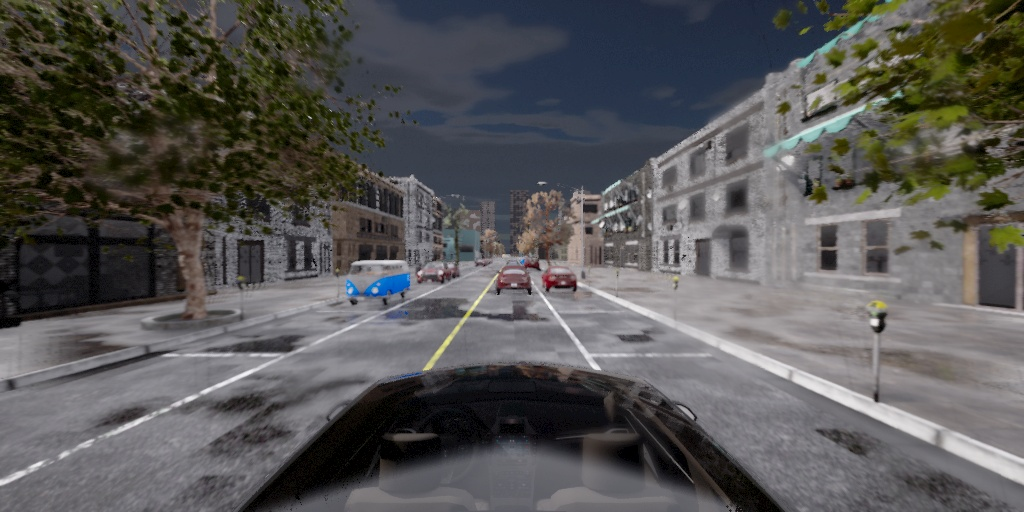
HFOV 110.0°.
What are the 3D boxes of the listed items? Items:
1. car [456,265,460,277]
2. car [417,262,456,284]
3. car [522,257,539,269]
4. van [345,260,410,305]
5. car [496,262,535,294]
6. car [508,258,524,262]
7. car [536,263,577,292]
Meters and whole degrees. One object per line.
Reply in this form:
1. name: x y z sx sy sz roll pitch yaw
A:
1. car: -5.683 1.305 32.209 1.802 1.307 4.207 0 0 0
2. car: -5.683 1.168 26.665 1.967 1.591 4.097 0 0 0
3. car: 2.700 1.021 48.840 2.192 1.841 5.009 0 0 0
4. van: -5.685 1.079 15.577 1.690 1.789 3.998 0 0 0
5. car: 0.103 1.259 20.042 1.812 1.442 4.674 0 0 0
6. car: 0.105 1.275 44.345 1.994 1.385 4.181 0 0 0
7. car: 2.697 1.278 21.120 1.888 1.381 4.507 0 0 0
